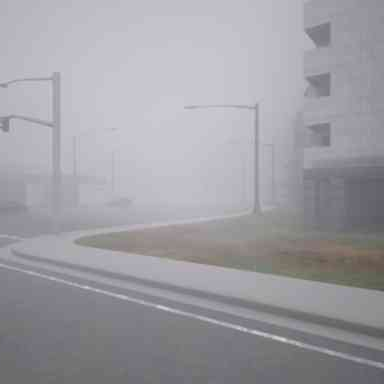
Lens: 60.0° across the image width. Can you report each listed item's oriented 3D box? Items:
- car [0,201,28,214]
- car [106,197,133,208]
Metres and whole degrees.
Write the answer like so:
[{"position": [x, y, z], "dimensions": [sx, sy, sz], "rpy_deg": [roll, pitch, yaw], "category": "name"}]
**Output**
[{"position": [-18.562, 1.546, 32.961], "dimensions": [1.994, 1.385, 4.181], "rpy_deg": [0, 0, 36], "category": "car"}, {"position": [-10.163, 1.459, 47.038], "dimensions": [1.882, 1.535, 5.008], "rpy_deg": [0, 0, 19], "category": "car"}]
